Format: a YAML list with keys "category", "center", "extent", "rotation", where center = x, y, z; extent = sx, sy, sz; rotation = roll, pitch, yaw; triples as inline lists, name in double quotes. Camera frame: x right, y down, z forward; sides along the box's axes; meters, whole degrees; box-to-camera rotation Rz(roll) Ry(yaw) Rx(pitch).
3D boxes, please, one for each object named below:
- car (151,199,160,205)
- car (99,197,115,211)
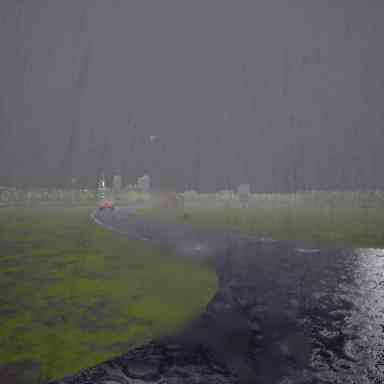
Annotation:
- category: "car"
  center: [-10.067, 2.752, 91.199]
  extent: [1.812, 1.442, 4.674]
  rotation: [0, -1, 1]
- category: "car"
  center: [-13.326, 1.888, 52.628]
  extent: [2.150, 2.045, 5.566]
  rotation: [0, -1, -10]
